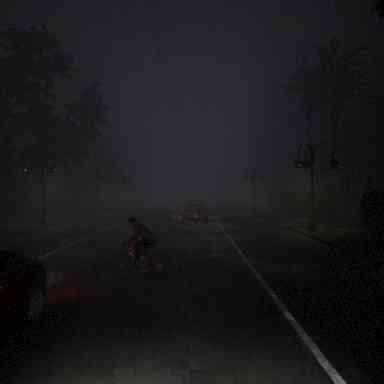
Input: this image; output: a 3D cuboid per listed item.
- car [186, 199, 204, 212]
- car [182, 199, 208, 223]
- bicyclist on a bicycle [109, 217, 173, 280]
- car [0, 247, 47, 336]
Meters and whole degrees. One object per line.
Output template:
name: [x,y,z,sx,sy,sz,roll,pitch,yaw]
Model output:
car: [0.316,1.547,39.421,2.033,1.411,5.357,0,0,0]
car: [0.238,1.478,25.437,1.882,1.535,5.008,0,0,0]
bicyclist on a bicycle: [-1.333,1.455,8.510,1.656,1.620,0.582,-2,0,0]
car: [-3.568,1.526,4.403,1.812,1.442,4.674,0,0,0]
